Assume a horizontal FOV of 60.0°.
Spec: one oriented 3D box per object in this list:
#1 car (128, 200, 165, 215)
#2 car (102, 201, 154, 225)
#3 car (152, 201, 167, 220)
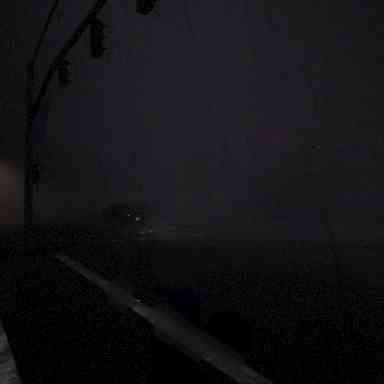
[{"bbox_3d":[-5.265,1.724,37.762,2.128,1.511,4.902,1,-1,-35],"label":"car"},{"bbox_3d":[-5.212,1.628,25.226,2.128,1.511,4.902,1,-1,-35],"label":"car"},{"bbox_3d":[-4.343,1.731,30.071,2.033,1.411,5.357,1,-1,-35],"label":"car"}]
